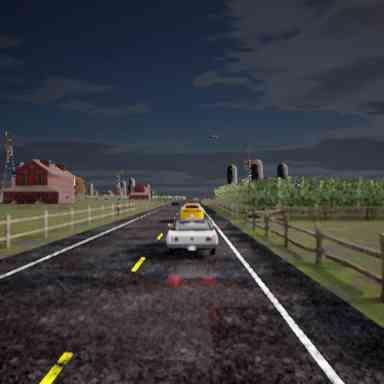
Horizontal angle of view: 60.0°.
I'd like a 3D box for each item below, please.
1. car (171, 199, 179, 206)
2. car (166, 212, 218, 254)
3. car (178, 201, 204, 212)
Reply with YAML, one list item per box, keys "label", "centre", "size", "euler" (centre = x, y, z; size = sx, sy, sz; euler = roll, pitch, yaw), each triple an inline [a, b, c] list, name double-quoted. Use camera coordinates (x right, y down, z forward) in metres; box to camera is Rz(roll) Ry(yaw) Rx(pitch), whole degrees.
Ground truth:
- label: "car"
  centre: [-3.482, 2.311, 71.794]
  size: [2.033, 1.411, 5.357]
  euler: [0, -1, 0]
- label: "car"
  centre: [0.006, 1.742, 14.113]
  size: [1.895, 1.301, 4.718]
  euler: [0, -1, 0]
- label: "car"
  centre: [0.015, 1.779, 29.492]
  size: [1.882, 1.535, 5.008]
  euler: [0, 0, 0]
